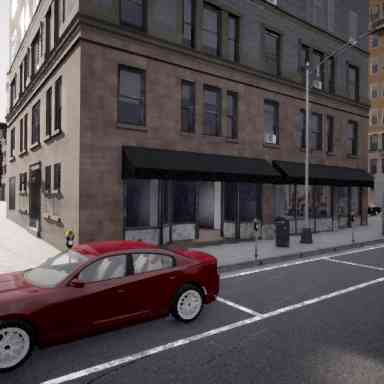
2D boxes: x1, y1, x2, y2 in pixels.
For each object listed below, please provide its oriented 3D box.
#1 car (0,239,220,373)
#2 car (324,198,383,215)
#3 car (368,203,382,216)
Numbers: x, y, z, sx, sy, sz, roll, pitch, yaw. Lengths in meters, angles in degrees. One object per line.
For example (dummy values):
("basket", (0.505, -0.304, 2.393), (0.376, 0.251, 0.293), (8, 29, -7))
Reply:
("car", (-1.574, 1.545, 5.630), (4.507, 1.381, 1.887), (0, 1, -35))
("car", (16.234, 1.411, 33.312), (2.033, 1.411, 5.357), (1, 0, -35))
("car", (14.468, 1.443, 30.161), (1.895, 1.301, 4.718), (1, 0, -35))
